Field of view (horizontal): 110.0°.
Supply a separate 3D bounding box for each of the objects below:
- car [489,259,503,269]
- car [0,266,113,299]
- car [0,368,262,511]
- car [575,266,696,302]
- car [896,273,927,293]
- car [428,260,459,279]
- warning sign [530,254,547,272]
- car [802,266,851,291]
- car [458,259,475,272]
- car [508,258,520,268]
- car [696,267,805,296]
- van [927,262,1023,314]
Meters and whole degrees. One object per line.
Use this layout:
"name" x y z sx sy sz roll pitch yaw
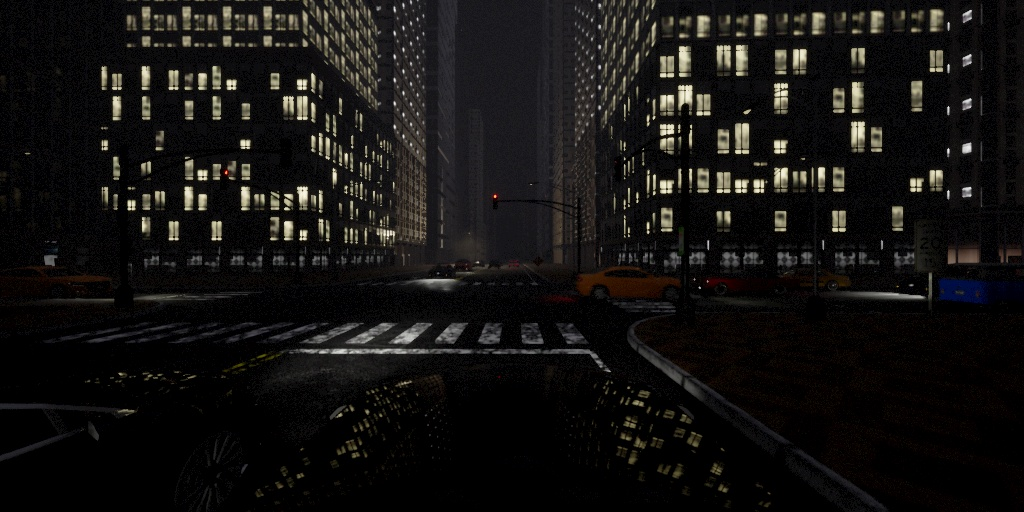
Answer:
"car" -2.894 1.353 60.405 1.837 1.490 4.892 0 -1 0
"car" -22.317 1.237 17.243 5.008 1.535 1.882 0 0 0
"car" -3.154 1.241 1.219 2.128 1.511 4.902 0 0 0
"car" 5.483 1.243 16.731 5.008 1.535 1.882 0 1 8
"car" 22.745 1.340 18.524 4.181 1.385 1.994 0 0 3
"car" -6.461 1.345 33.416 1.994 1.385 4.181 0 0 0
"warning sign" 3.024 0.913 41.409 1.300 1.860 1.060 0 0 0
"car" 17.172 1.295 21.360 4.829 1.417 1.751 0 0 2
"car" -6.402 1.161 46.414 2.097 1.767 4.553 0 0 0
"car" 0.276 1.468 64.466 1.895 1.301 4.718 0 0 0
"car" 12.182 1.370 18.966 4.718 1.301 1.895 0 0 2
"van" 18.407 1.120 13.182 3.998 1.789 1.690 0 0 2
